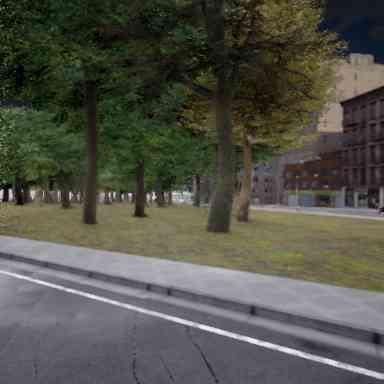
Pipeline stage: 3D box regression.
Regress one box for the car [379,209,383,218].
[{"bbox_3d":[21.536,1.968,34.132,1.882,1.535,5.008,0,-1,-12],"label":"car"}]
